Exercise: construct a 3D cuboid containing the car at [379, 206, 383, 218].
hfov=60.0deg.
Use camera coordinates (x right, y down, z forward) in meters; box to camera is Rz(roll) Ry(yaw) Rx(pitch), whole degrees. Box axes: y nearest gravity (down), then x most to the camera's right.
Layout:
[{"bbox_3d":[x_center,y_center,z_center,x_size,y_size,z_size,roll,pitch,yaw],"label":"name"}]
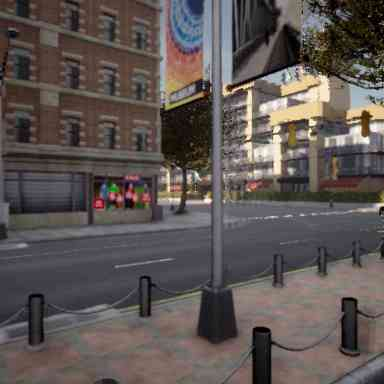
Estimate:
[{"bbox_3d":[17.450,1.417,26.842,2.128,1.511,4.902,0,0,-15],"label":"car"}]
